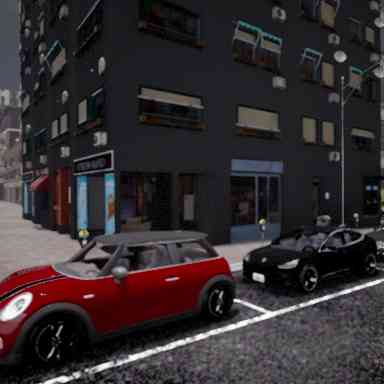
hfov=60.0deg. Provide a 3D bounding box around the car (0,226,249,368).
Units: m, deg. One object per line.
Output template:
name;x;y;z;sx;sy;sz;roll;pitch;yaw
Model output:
car;-1.248;1.452;5.687;4.097;1.590;1.967;0;-1;-36

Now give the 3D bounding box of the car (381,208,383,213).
car;16.651;1.689;33.100;1.994;1.385;4.181;-1;1;-35

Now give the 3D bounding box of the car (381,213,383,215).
car;7.864;1.625;12.204;4.403;1.369;2.008;0;-1;-36

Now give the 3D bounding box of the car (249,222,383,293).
car;3.307;1.609;8.944;4.313;1.339;1.947;0;-1;-36
